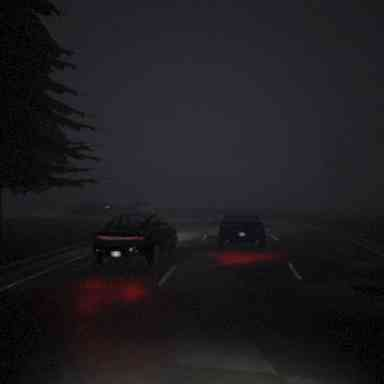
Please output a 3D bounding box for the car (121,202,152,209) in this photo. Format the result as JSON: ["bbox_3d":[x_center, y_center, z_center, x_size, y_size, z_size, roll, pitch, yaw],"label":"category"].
[{"bbox_3d":[-5.563,1.622,31.738,4.718,1.301,1.895,0,0,30],"label":"car"}]

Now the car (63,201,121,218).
[{"bbox_3d":[-9.173,1.496,29.416,4.902,1.511,2.128,0,0,24],"label":"car"}]

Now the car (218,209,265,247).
[{"bbox_3d":[2.236,1.507,15.358,1.882,1.535,5.008,0,0,7],"label":"car"}]

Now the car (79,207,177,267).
[{"bbox_3d":[-1.768,1.501,11.578,2.128,1.511,4.902,0,0,8],"label":"car"}]
